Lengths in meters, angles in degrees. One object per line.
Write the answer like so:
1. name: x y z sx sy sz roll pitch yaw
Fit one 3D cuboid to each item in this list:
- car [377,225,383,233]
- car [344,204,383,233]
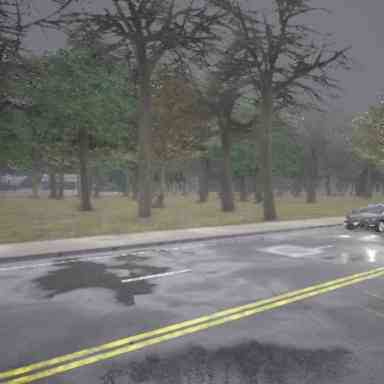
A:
1. car: 6.696 1.537 8.210 4.181 1.385 1.994 0 0 -35
2. car: 10.810 1.470 19.369 4.892 1.490 1.837 0 0 -35
